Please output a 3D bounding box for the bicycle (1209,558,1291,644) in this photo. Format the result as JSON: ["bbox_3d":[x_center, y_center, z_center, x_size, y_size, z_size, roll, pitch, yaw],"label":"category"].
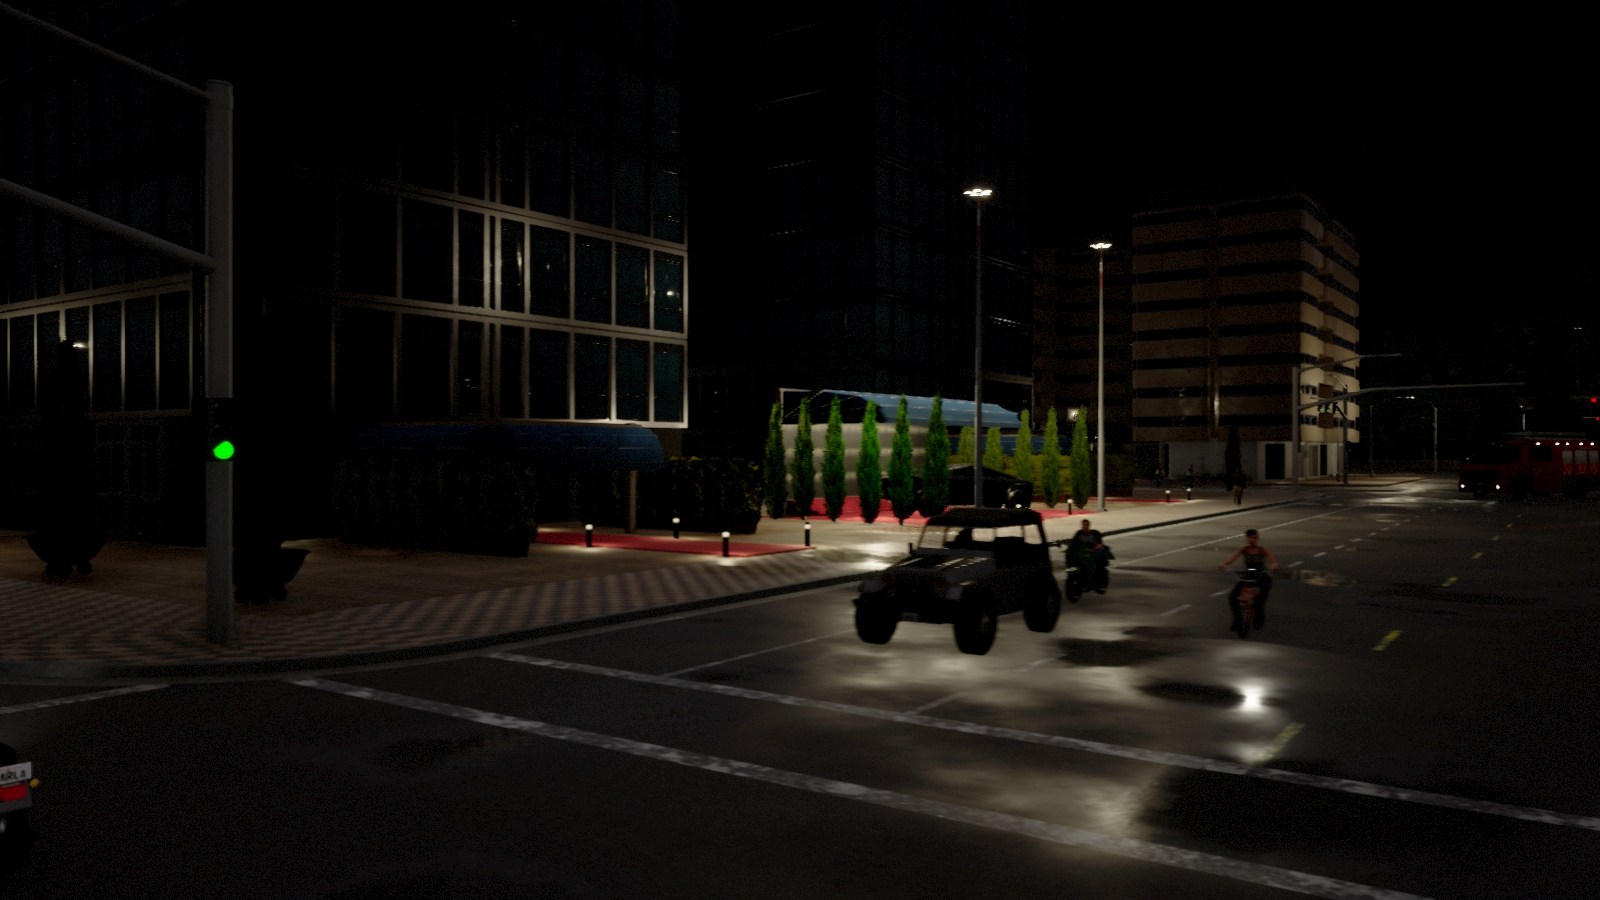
[{"bbox_3d":[6.834,2.256,17.313,0.859,1.080,1.487,0,0,34],"label":"bicycle"}]

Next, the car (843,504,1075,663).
[{"bbox_3d":[2.492,1.857,17.151,1.905,1.878,3.866,0,0,35],"label":"car"}]

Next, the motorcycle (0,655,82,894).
[{"bbox_3d":[-5.962,2.154,7.963,2.356,1.307,0.764,0,0,35],"label":"motorcycle"}]
